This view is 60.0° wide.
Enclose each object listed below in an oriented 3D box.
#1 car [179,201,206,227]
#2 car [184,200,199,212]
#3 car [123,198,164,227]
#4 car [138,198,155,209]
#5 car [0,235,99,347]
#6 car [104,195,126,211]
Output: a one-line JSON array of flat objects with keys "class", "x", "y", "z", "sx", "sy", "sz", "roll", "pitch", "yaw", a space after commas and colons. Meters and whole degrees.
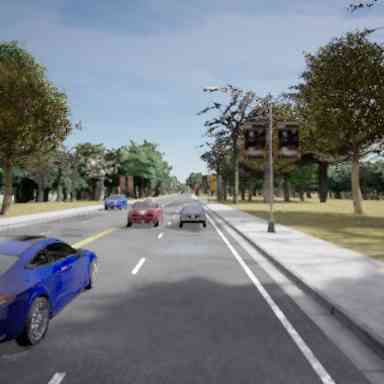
[{"class": "car", "x": 0.042, "y": 1.615, "z": 23.543, "sx": 2.033, "sy": 1.411, "sz": 5.357, "roll": 0, "pitch": 0, "yaw": -1}, {"class": "car", "x": -0.076, "y": 1.733, "z": 42.156, "sx": 1.895, "sy": 1.301, "sz": 4.718, "roll": 0, "pitch": 0, "yaw": 0}, {"class": "car", "x": -3.210, "y": 1.420, "z": 23.676, "sx": 2.097, "sy": 1.767, "sz": 4.553, "roll": 0, "pitch": 0, "yaw": 0}, {"class": "car", "x": -6.818, "y": 1.641, "z": 50.390, "sx": 1.882, "sy": 1.535, "sz": 5.008, "roll": 0, "pitch": -1, "yaw": 0}, {"class": "car", "x": -3.157, "y": 1.541, "z": 6.222, "sx": 1.812, "sy": 1.442, "sz": 4.674, "roll": 0, "pitch": 0, "yaw": 0}, {"class": "car", "x": -10.025, "y": 1.363, "z": 44.098, "sx": 2.150, "sy": 2.045, "sz": 5.566, "roll": 0, "pitch": -1, "yaw": 0}]
